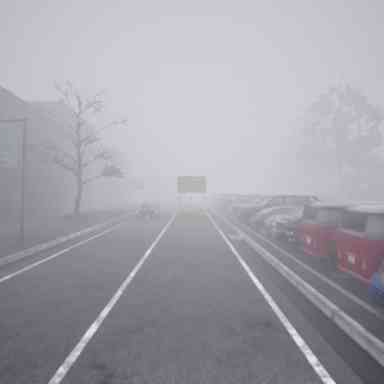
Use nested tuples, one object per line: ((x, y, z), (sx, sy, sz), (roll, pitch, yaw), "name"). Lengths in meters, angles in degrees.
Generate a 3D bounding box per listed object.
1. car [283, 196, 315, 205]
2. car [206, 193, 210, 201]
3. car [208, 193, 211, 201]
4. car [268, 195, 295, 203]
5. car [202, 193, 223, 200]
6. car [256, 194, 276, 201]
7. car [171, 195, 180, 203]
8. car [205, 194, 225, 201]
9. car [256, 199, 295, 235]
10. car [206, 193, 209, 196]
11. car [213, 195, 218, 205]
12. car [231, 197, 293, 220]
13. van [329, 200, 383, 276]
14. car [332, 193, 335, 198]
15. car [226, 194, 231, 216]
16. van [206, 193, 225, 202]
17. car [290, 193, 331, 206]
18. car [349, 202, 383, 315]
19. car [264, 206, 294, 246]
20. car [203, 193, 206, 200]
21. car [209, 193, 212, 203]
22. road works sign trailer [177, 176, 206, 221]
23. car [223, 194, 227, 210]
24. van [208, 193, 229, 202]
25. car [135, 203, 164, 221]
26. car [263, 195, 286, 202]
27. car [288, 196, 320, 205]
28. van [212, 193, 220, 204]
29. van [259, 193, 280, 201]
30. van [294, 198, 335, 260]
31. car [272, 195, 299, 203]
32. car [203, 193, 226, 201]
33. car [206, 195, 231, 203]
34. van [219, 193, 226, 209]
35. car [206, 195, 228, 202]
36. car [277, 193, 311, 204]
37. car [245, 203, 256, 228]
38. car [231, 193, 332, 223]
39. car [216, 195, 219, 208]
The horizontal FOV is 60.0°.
((18.670, 1.415, 58.261), (5.008, 1.535, 2.097), (0, 0, 0), "car")
((5.562, 1.443, 60.853), (4.792, 1.488, 2.163), (0, 0, 0), "car")
((5.596, 1.415, 55.246), (5.008, 1.535, 2.097), (0, 0, 0), "car")
((18.650, 1.424, 69.401), (5.008, 1.535, 2.097), (0, 0, 0), "car")
((5.586, 1.230, 91.688), (5.566, 2.045, 2.435), (0, 0, 0), "car")
((18.608, 1.320, 83.325), (4.553, 1.767, 2.185), (0, 0, 0), "car")
((-3.279, 1.475, 69.104), (2.128, 1.511, 4.902), (0, 0, 0), "car")
((5.529, 1.313, 80.477), (4.553, 1.767, 2.185), (0, 0, 0), "car")
((5.702, 1.361, 16.003), (4.553, 1.767, 2.185), (0, 0, 0), "car")
((5.582, 1.416, 63.651), (4.892, 1.521, 2.231), (0, 0, 0), "car")
((5.592, 1.464, 44.036), (4.792, 1.488, 2.163), (0, 0, 0), "car")
((5.620, 1.340, 27.216), (4.553, 1.767, 2.185), (0, 0, 0), "car")
((5.803, 1.277, 7.593), (4.442, 1.987, 1.878), (0, 0, 0), "van")
((18.662, 1.173, 50.030), (5.566, 2.045, 2.435), (0, 0, 0), "car")
((5.628, 1.220, 24.412), (5.566, 2.045, 2.435), (0, 0, 0), "car")
((5.448, 1.208, 77.673), (4.442, 1.987, 1.878), (0, 0, 0), "van")
((18.656, 1.168, 52.692), (5.566, 2.045, 2.435), (0, 0, 0), "car")
((5.663, 1.257, 4.788), (5.566, 2.045, 2.435), (0, 0, 0), "car")
((5.670, 1.493, 13.200), (4.892, 1.521, 2.231), (0, 0, 0), "car")
((5.610, 1.168, 66.459), (5.566, 2.045, 2.435), (0, 0, 0), "car")
((5.792, 1.416, 52.446), (5.366, 1.575, 1.946), (0, 0, 0), "car")
((-0.021, 0.454, 27.316), (2.380, 3.560, 2.880), (0, 0, 1), "road works sign trailer")
((5.672, 1.330, 32.822), (4.553, 1.767, 2.185), (0, 0, 0), "car")
((5.688, 1.201, 72.066), (4.442, 1.987, 1.878), (0, 0, 0), "van")
((-3.361, 1.591, 27.073), (1.895, 1.301, 4.718), (0, 0, 0), "car")
((18.645, 1.471, 74.972), (4.674, 1.452, 2.002), (0, 0, 0), "car")
((18.678, 1.456, 55.600), (4.674, 1.452, 2.002), (0, 0, 0), "car")
((5.499, 1.204, 46.838), (4.442, 1.987, 1.878), (0, 0, 0), "van")
((18.757, 1.213, 80.545), (4.442, 1.987, 1.878), (0, 0, 0), "van")
((5.798, 1.272, 10.396), (4.442, 1.987, 1.878), (0, 0, 0), "van")
((18.631, 1.450, 66.616), (4.792, 1.488, 2.163), (0, 0, 0), "car")
((5.587, 1.194, 83.278), (5.566, 2.045, 2.435), (0, 0, 0), "car")
((5.571, 1.423, 69.262), (5.008, 1.535, 2.097), (0, 0, 0), "car")
((5.520, 1.224, 35.625), (4.442, 1.987, 1.878), (0, 0, 0), "van")
((5.562, 1.432, 74.868), (4.892, 1.521, 2.231), (0, 0, 0), "car")
((18.642, 1.163, 61.048), (5.566, 2.045, 2.435), (0, 0, 0), "car")
((5.663, 1.522, 18.806), (4.674, 1.452, 2.002), (0, 0, 0), "car")
((5.633, 1.225, 21.609), (5.566, 2.045, 2.435), (0, 0, 0), "car")
((5.626, 1.445, 38.429), (5.008, 1.535, 2.097), (0, 0, 0), "car")
